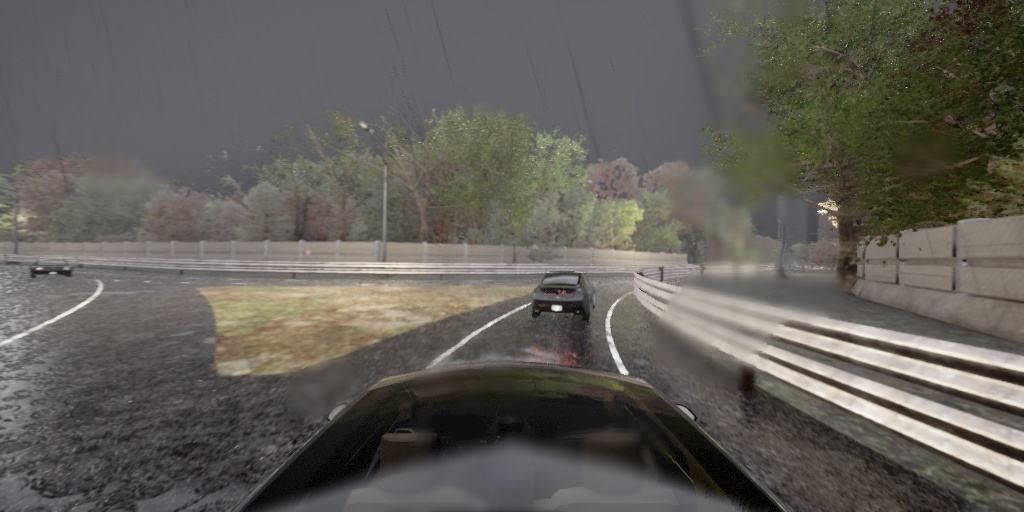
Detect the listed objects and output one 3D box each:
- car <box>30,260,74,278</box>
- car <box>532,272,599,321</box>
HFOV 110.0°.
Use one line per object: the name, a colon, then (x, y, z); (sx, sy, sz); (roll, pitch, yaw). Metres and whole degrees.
car: (-34.479, 0.921, 26.830); (4.718, 1.301, 1.895); (1, 0, 36)
car: (1.988, 1.307, 12.973); (1.837, 1.490, 4.892); (0, 0, 16)
